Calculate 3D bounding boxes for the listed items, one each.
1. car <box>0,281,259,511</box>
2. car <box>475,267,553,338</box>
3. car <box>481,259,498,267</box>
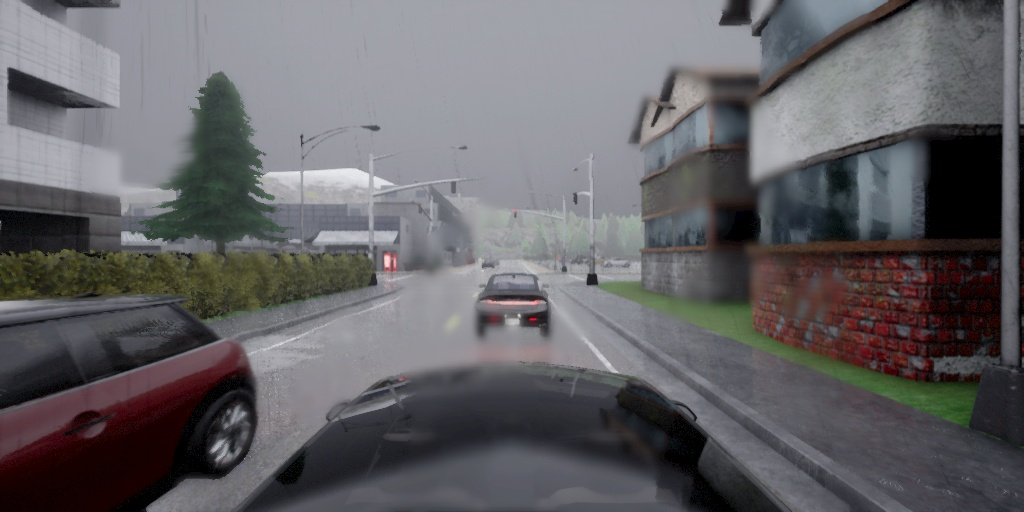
[{"bbox_3d":[-3.594,1.102,1.674,2.097,1.767,4.553,0,0,0],"label":"car"},{"bbox_3d":[0.056,1.230,10.165,2.128,1.511,4.902,0,0,0],"label":"car"},{"bbox_3d":[-3.579,1.279,54.123,1.895,1.301,4.718,0,0,0],"label":"car"}]
